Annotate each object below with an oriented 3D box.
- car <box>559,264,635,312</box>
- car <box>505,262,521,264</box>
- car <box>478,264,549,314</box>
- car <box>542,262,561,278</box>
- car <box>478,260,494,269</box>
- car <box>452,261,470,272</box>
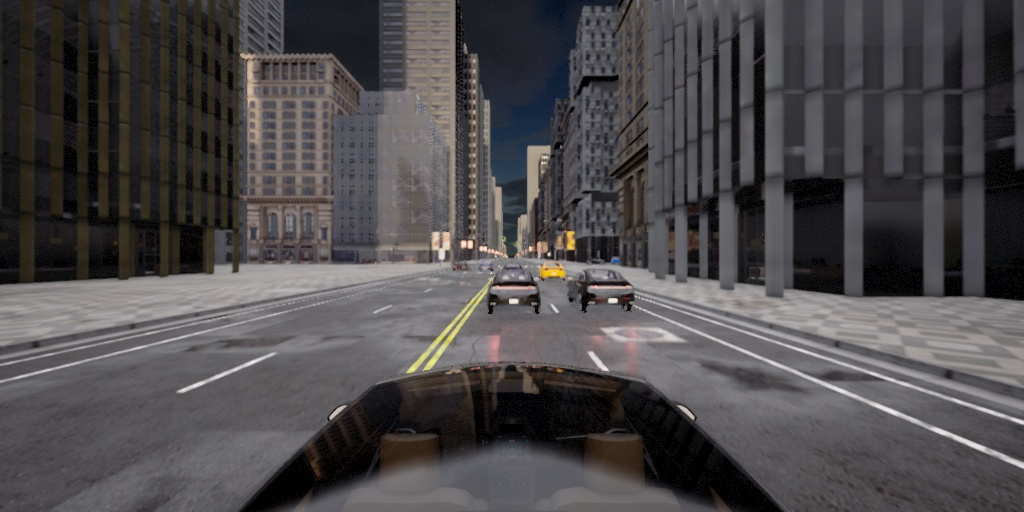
[{"bbox_3d":[3.322,1.247,14.175,2.128,1.511,4.902,0,0,0],"label":"car"},{"bbox_3d":[0.073,1.254,29.214,2.128,1.511,4.902,0,0,0],"label":"car"},{"bbox_3d":[0.069,1.247,13.919,2.128,1.511,4.902,0,0,0],"label":"car"},{"bbox_3d":[3.329,1.240,30.705,1.882,1.535,5.008,0,0,0],"label":"car"},{"bbox_3d":[-3.339,1.294,46.401,1.812,1.442,4.674,0,0,0],"label":"car"},{"bbox_3d":[-6.588,1.333,46.810,1.994,1.385,4.181,0,0,0],"label":"car"}]
